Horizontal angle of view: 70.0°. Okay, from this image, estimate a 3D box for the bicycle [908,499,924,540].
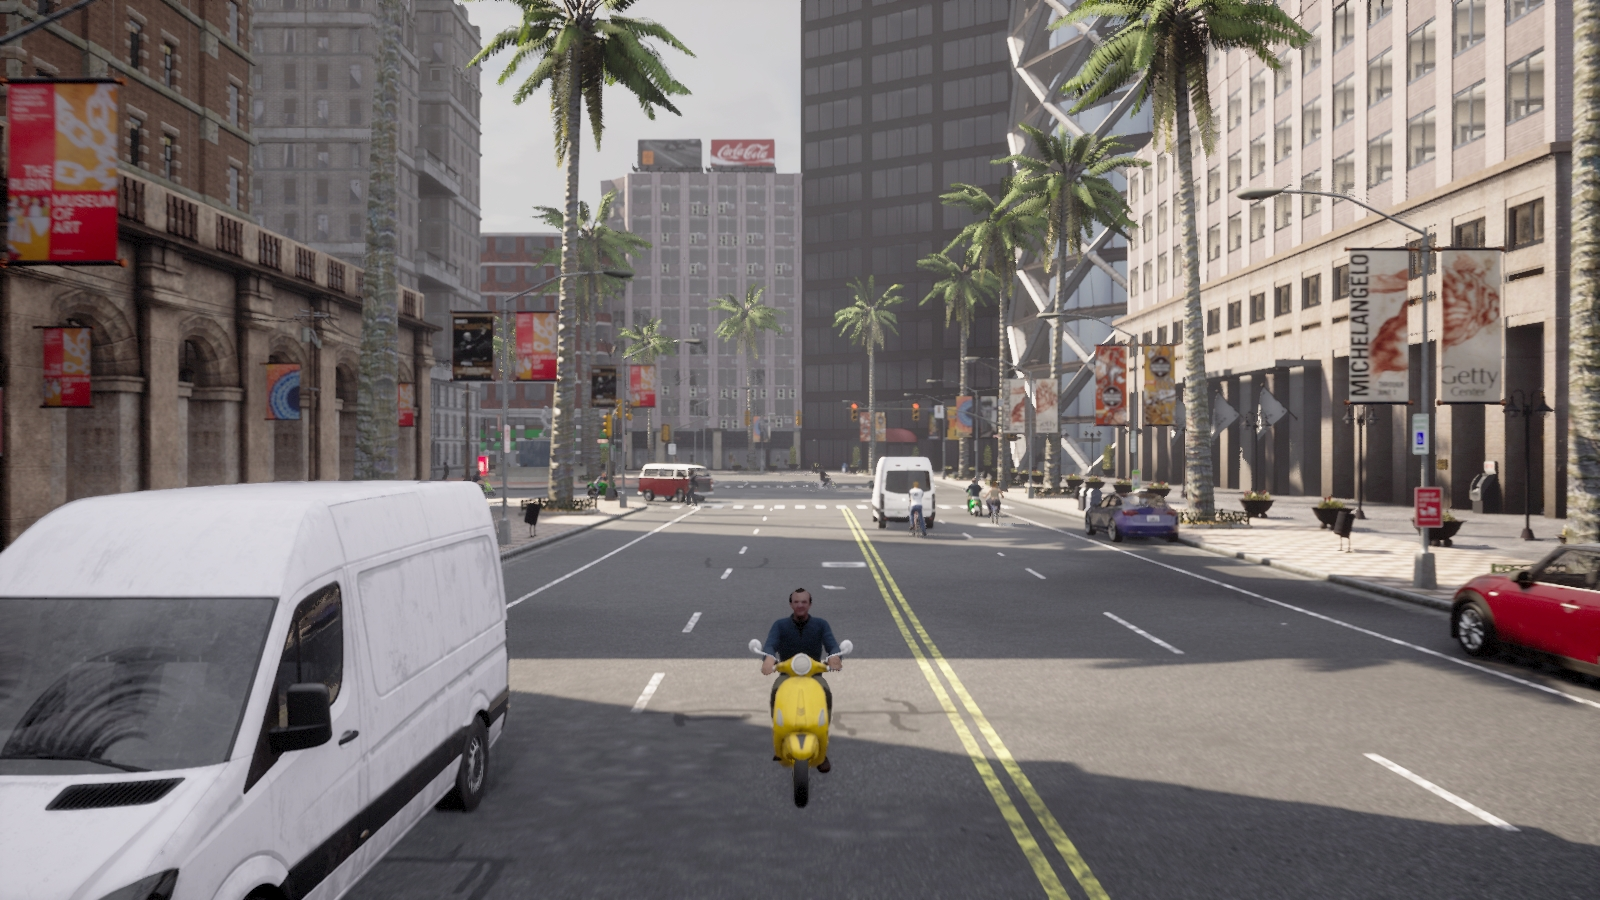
[{"bbox_3d":[3.711,2.205,36.673,0.373,1.196,1.643,0,1,1],"label":"bicycle"}]

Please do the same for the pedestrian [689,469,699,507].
[{"bbox_3d":[-5.156,1.849,55.644,0.375,1.860,0.375,0,0,-22],"label":"pedestrian"}]

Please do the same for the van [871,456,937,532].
[{"bbox_3d":[3.775,1.535,42.490,1.988,2.561,5.915,0,0,1],"label":"van"}]

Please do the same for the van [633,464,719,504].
[{"bbox_3d":[-6.728,1.783,61.804,4.480,2.038,2.069,0,0,39],"label":"van"}]

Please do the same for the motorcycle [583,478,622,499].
[{"bbox_3d":[-11.244,2.213,65.055,2.033,1.145,0.803,0,0,22],"label":"motorcycle"}]

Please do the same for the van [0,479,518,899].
[{"bbox_3d":[-3.503,1.534,7.211,1.988,2.561,5.915,0,0,0],"label":"van"}]

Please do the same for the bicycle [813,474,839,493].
[{"bbox_3d":[1.714,2.210,75.165,1.835,1.171,0.329,0,0,-32],"label":"bicycle"}]
